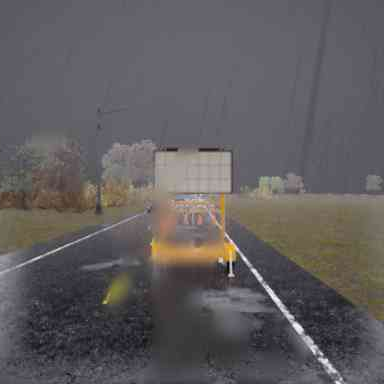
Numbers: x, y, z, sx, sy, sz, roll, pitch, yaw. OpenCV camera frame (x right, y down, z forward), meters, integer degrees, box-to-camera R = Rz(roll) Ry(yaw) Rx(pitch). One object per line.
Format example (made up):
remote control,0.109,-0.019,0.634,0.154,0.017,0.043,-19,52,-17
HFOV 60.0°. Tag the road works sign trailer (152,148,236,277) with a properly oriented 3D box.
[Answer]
road works sign trailer,0.031,0.463,10.240,2.380,3.560,2.880,0,0,-1

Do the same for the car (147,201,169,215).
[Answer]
car,-3.465,1.600,34.540,1.895,1.301,4.718,0,0,0

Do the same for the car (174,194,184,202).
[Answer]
car,-2.897,1.359,75.742,2.097,1.767,4.553,0,0,1
